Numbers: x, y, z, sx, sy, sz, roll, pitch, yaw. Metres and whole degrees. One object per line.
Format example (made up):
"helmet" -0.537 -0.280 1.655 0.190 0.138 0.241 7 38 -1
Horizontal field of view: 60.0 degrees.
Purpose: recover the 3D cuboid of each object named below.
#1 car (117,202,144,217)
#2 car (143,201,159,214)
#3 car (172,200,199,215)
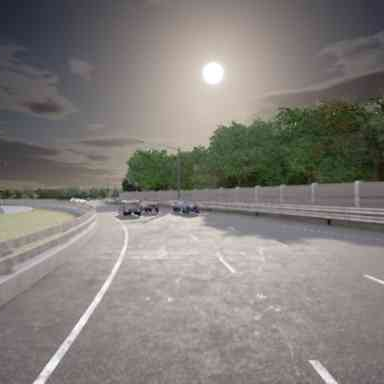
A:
"car" -6.942 1.978 36.403 1.895 1.301 4.718 0 -1 -21
"car" -5.624 1.931 42.207 1.837 1.490 4.892 1 -1 -24
"car" -0.861 1.733 39.816 2.097 1.767 4.553 0 -1 -22
